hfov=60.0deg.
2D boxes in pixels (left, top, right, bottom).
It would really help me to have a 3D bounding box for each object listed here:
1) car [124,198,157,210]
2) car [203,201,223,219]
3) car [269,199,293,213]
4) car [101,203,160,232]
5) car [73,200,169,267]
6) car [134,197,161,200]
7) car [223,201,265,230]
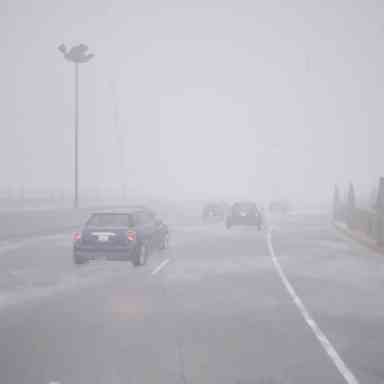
[{"bbox_3d":[-6.688,1.506,43.958,1.837,1.490,4.892,0,0,26],"label":"car"},{"bbox_3d":[2.362,1.516,29.086,1.837,1.490,4.892,0,0,20],"label":"car"},{"bbox_3d":[10.294,1.508,38.252,1.882,1.535,5.008,0,0,27],"label":"car"},{"bbox_3d":[-3.751,1.500,21.355,1.837,1.490,4.892,0,0,14],"label":"car"},{"bbox_3d":[-2.218,1.349,11.619,2.097,1.767,4.553,0,0,9],"label":"car"},{"bbox_3d":[-4.847,1.504,39.687,1.837,1.490,4.892,0,-1,25],"label":"car"},{"bbox_3d":[3.562,1.364,21.579,2.097,1.767,4.553,0,0,15],"label":"car"}]
